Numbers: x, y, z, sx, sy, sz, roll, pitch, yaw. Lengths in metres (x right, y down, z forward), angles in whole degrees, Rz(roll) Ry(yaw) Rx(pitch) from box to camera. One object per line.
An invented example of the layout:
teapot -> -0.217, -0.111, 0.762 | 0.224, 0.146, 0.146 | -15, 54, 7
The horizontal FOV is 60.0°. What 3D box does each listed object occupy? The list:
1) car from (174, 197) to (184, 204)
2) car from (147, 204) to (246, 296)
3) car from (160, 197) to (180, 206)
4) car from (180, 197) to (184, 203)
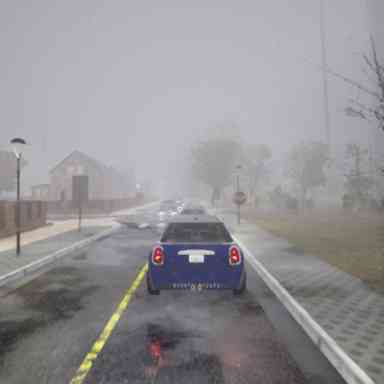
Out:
car -> -2.663, 1.749, 70.373 | 1.837, 1.490, 4.892 | 0, 0, 0
car -> 0.095, 1.368, 8.857 | 2.097, 1.767, 4.553 | 0, 0, 0
car -> -2.832, 1.635, 40.903 | 1.812, 1.442, 4.674 | 0, 0, 1
car -> -2.764, 1.702, 56.529 | 1.812, 1.442, 4.674 | 0, 0, 0
